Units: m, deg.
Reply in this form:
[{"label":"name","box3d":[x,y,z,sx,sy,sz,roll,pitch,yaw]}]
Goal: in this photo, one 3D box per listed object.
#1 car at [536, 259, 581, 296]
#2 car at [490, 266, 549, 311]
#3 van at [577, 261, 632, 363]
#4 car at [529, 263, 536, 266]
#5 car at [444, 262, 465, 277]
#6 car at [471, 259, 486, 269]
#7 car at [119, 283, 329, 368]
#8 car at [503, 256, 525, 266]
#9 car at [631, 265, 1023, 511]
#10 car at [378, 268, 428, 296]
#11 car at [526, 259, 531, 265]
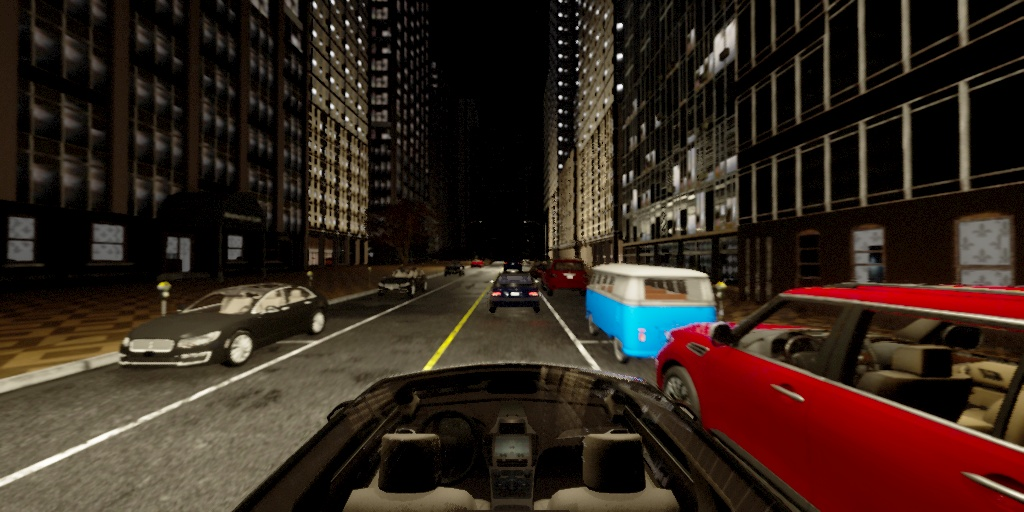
[{"label":"car","box3d":[2.689,1.069,19.110,2.192,1.841,5.009,0,0,0]},{"label":"car","box3d":[0.097,1.301,14.336,2.033,1.411,5.357,0,0,0]},{"label":"van","box3d":[2.691,1.093,7.827,1.690,1.789,3.998,0,0,0]},{"label":"car","box3d":[2.685,1.339,30.392,1.802,1.307,4.207,0,0,0]},{"label":"car","box3d":[-5.696,1.308,36.013,2.007,1.370,4.403,0,0,0]},{"label":"car","box3d":[-5.701,1.303,58.584,1.888,1.381,4.507,0,0,0]},{"label":"car","box3d":[-5.690,1.302,7.799,2.007,1.370,4.403,0,0,0]},{"label":"car","box3d":[0.093,0.980,43.342,2.150,2.045,5.566,0,0,0]},{"label":"car","box3d":[2.692,1.065,2.185,2.192,1.841,5.009,0,0,0]},{"label":"car","box3d":[-5.693,1.305,19.084,2.007,1.370,4.403,0,0,0]},{"label":"car","box3d":[2.685,1.283,36.204,1.751,1.417,4.829,0,0,0]}]
